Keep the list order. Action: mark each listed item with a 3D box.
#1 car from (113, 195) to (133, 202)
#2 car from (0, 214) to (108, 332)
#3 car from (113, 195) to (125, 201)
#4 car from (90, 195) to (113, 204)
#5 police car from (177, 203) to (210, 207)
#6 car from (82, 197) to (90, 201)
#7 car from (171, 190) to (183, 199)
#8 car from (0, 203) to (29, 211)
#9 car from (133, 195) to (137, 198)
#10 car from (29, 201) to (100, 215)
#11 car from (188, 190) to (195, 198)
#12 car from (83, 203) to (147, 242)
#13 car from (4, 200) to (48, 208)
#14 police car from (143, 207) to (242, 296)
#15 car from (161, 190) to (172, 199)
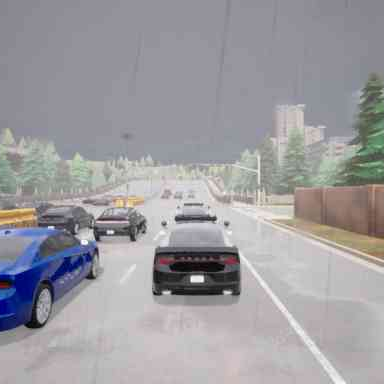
[{"bbox_3d":[-14.025,1.492,68.158,2.128,1.511,4.902,0,0,0],"label":"car"},{"bbox_3d":[-3.403,1.478,6.974,1.882,1.535,5.008,0,0,0],"label":"car"},{"bbox_3d":[-17.588,1.440,79.981,1.994,1.385,4.181,0,1,0],"label":"car"},{"bbox_3d":[-13.658,1.564,50.278,1.994,1.385,4.181,0,0,-7],"label":"car"},{"bbox_3d":[0.092,1.425,18.723,1.930,1.638,5.238,0,0,0],"label":"police car"},{"bbox_3d":[-17.596,1.601,57.879,1.895,1.301,4.718,0,0,0],"label":"car"},{"bbox_3d":[-3.635,0.903,88.063,2.097,1.767,4.553,0,3,0],"label":"car"},{"bbox_3d":[-6.903,1.352,9.519,2.097,1.767,4.553,0,0,0],"label":"car"},{"bbox_3d":[-14.078,1.412,78.348,1.882,1.535,5.008,0,1,0],"label":"car"},{"bbox_3d":[-6.906,1.505,18.682,1.837,1.490,4.892,0,0,0],"label":"car"},{"bbox_3d":[-0.154,0.931,91.272,1.895,1.301,4.718,0,4,0],"label":"car"},{"bbox_3d":[-3.415,1.491,16.480,2.128,1.511,4.902,0,0,1],"label":"car"},{"bbox_3d":[-14.110,1.492,29.716,2.128,1.511,4.902,0,0,0],"label":"car"},{"bbox_3d":[0.097,1.425,8.820,1.930,1.638,5.238,0,0,0],"label":"police car"},{"bbox_3d":[-7.138,1.071,88.486,1.994,1.385,4.181,0,4,0],"label":"car"}]
